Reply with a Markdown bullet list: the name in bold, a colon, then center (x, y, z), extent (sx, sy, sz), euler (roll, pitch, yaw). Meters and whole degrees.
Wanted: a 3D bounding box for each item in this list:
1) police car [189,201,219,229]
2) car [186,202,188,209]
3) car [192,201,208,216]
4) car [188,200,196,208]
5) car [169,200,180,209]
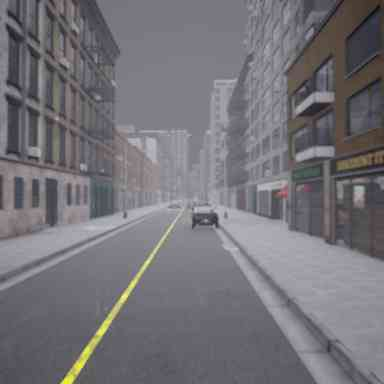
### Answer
- **police car**: center (0.907, 1.693, 24.330), extent (1.930, 1.638, 5.238), euler (0, -1, 0)
- **car**: center (0.018, 2.192, 59.767), extent (2.128, 1.511, 4.902), euler (0, -1, 0)
- **car**: center (0.912, 1.911, 40.410), extent (1.801, 1.575, 5.366), euler (0, -1, 0)
- **car**: center (0.910, 1.732, 34.191), extent (2.097, 1.767, 4.553), euler (0, -1, 0)
- **car**: center (-3.030, 2.204, 58.020), extent (1.812, 1.442, 4.674), euler (0, -1, 1)
